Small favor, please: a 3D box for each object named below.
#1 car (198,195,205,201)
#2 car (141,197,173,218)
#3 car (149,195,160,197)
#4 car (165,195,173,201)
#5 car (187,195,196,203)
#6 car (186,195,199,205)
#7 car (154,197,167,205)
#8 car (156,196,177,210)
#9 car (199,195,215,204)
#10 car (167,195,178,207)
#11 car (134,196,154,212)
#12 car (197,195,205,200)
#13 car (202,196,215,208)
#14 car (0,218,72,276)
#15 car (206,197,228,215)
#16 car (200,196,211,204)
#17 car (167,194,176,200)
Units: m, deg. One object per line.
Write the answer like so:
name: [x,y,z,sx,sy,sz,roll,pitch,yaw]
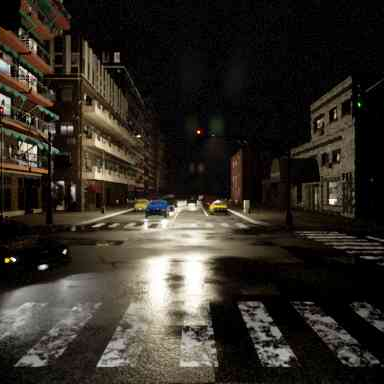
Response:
car: [2.608,1.628,89.414,1.752,1.417,4.829,0,0,0]
car: [-3.128,1.492,30.712,1.882,1.535,5.008,0,0,0]
car: [-5.734,1.349,50.461,2.192,1.841,5.009,0,0,0]
car: [-5.767,1.530,83.696,1.967,1.590,4.097,0,0,0]
car: [-0.066,1.432,70.658,1.882,1.535,5.008,0,0,0]
car: [-0.056,1.595,60.238,2.033,1.411,5.357,0,0,0]
car: [-5.746,1.600,61.539,2.008,1.369,4.403,0,0,0]
car: [-3.119,1.548,39.990,1.812,1.442,4.674,0,0,0]
car: [2.646,1.349,50.470,2.192,1.841,5.009,0,0,0]
car: [-3.122,1.538,50.059,1.837,1.490,4.892,0,0,0]
car: [-5.725,1.547,39.212,1.752,1.417,4.829,0,0,0]
car: [2.603,1.666,94.783,2.008,1.369,4.403,0,0,0]
car: [2.651,1.609,44.930,1.802,1.307,4.206,0,0,0]
car: [-5.909,1.519,9.988,5.357,1.411,2.033,0,0,36]
car: [2.661,1.543,34.022,1.752,1.417,4.829,0,0,0]
car: [2.630,1.609,67.087,2.008,1.369,4.403,0,0,0]
car: [-5.777,1.430,94.775,2.192,1.841,5.009,0,0,0]
